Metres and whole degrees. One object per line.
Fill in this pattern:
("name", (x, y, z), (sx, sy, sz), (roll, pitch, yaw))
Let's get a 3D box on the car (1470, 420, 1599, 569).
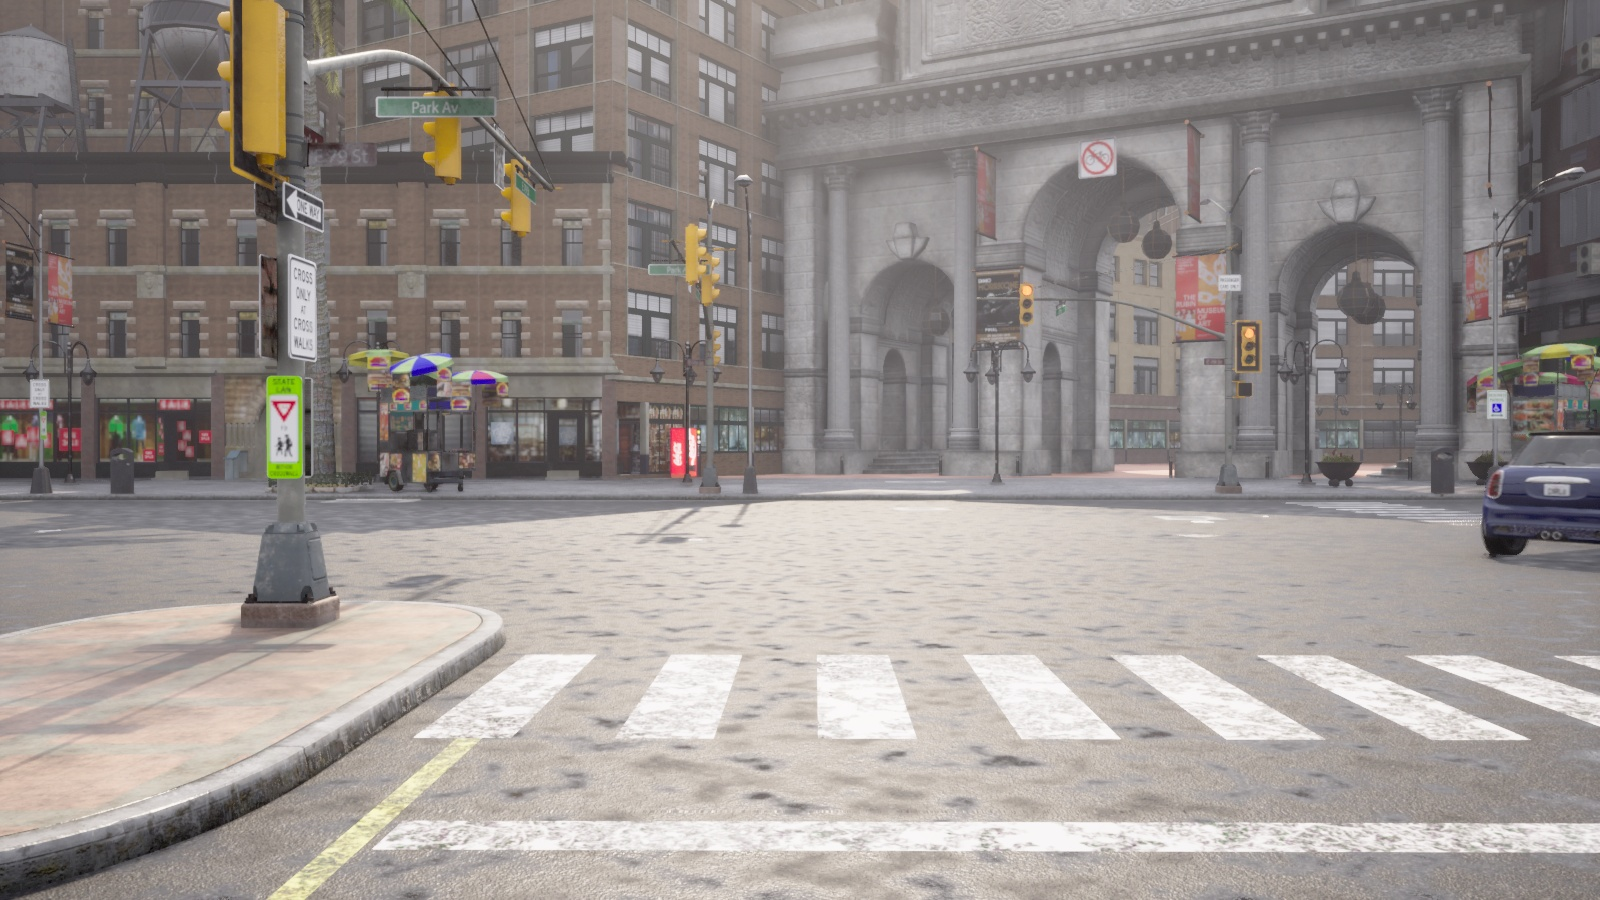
("car", (11.123, 0.521, 16.491), (4.553, 1.767, 2.097), (0, 0, -32))
